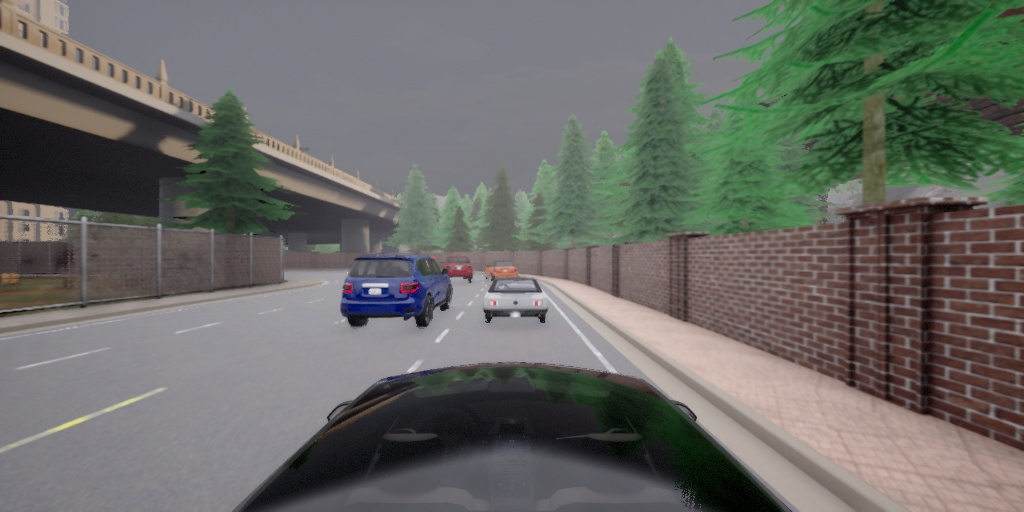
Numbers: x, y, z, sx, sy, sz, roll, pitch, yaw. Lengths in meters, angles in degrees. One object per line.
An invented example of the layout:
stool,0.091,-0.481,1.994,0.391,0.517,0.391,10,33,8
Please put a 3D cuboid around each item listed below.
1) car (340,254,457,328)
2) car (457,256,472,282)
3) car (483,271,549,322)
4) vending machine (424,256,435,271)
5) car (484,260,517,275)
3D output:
car,-3.400,0.976,11.590,2.150,2.045,5.566,0,0,0
car,-4.511,0.984,28.663,2.150,2.045,5.566,1,0,-14
car,0.100,1.356,12.256,1.895,1.301,4.718,0,0,0
vending machine,-10.664,0.966,46.352,0.880,2.100,1.100,0,0,26
car,-0.992,1.115,29.196,2.097,1.767,4.553,0,0,-13
